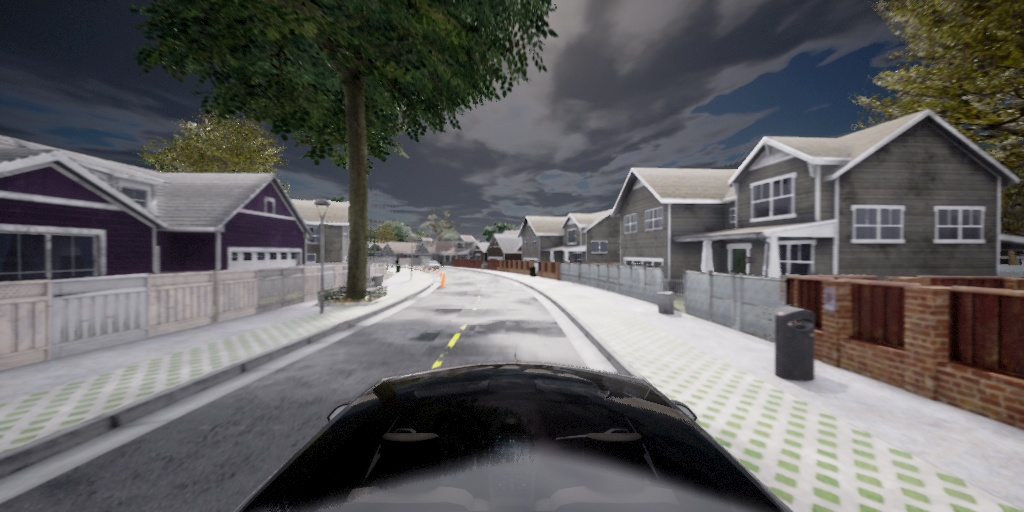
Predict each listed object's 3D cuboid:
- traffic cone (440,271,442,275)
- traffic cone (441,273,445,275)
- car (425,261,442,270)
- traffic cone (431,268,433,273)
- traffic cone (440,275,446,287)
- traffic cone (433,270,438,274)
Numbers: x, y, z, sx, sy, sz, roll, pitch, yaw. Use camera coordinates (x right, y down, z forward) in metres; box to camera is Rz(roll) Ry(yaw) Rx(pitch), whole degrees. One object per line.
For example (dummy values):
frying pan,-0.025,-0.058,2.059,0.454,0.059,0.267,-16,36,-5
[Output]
traffic cone,-6.430,1.860,33.910,0.340,0.580,0.340,0,0,-13
traffic cone,-5.464,1.824,29.122,0.340,0.580,0.340,0,0,-10
car,-12.563,1.485,57.110,1.812,1.442,4.674,0,0,-26
traffic cone,-10.654,1.921,47.929,0.340,0.580,0.340,0,0,-21
traffic cone,-4.722,1.788,24.295,0.340,0.580,0.340,0,0,-7
traffic cone,-9.028,1.909,43.324,0.340,0.580,0.340,0,0,-18
